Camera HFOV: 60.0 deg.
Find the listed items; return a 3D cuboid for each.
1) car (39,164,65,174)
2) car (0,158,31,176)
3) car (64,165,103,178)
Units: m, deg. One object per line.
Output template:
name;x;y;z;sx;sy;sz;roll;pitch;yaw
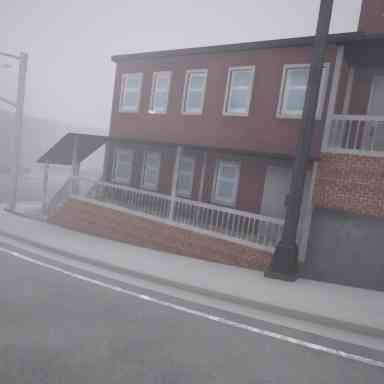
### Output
car;-16.536;-2.944;41.541;1.895;1.301;4.718;11;7;35
car;-18.571;-2.387;32.804;1.895;1.301;4.718;11;6;34
car;-12.694;-2.381;40.965;1.895;1.301;4.718;11;7;35
